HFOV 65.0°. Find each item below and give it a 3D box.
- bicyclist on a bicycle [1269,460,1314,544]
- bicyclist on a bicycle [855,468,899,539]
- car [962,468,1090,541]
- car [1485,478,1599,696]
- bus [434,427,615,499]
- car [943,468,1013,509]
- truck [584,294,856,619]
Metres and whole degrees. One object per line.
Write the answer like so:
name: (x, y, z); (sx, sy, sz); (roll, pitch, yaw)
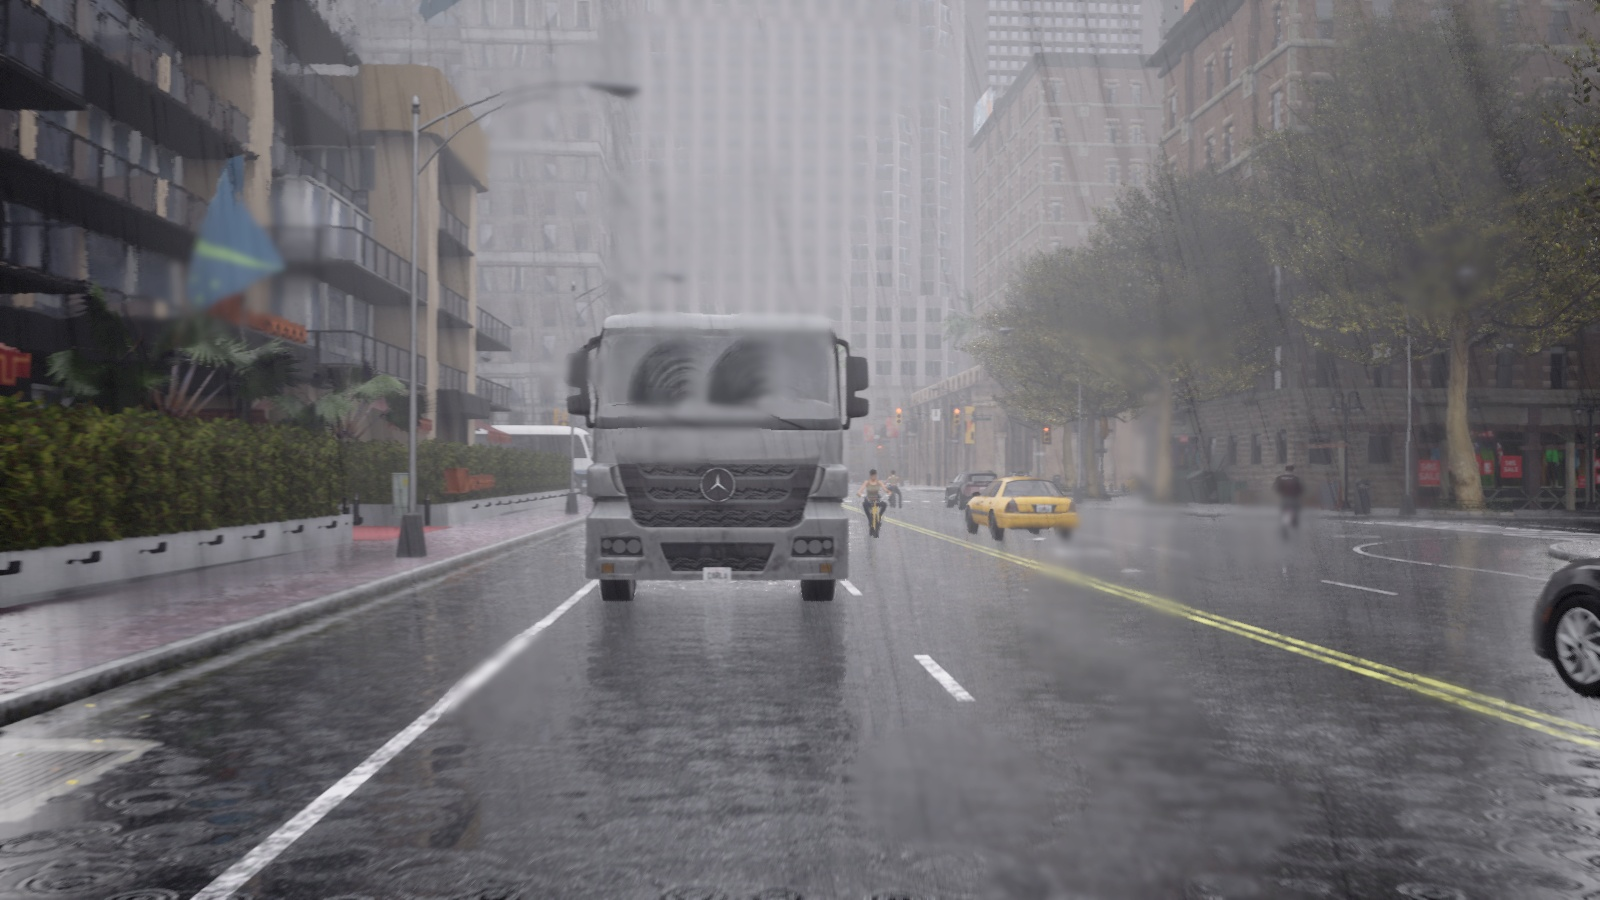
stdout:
bicyclist on a bicycle: (10.814, 1.110, 27.612); (0.659, 1.776, 1.843); (1, 0, 29)
bicyclist on a bicycle: (1.800, 1.240, 29.533); (0.866, 1.612, 1.509); (0, -1, -3)
car: (5.272, 1.239, 30.044); (1.801, 1.575, 5.366); (0, -1, -3)
car: (6.480, 0.923, 7.542); (1.837, 1.490, 4.892); (0, -1, -3)
bus: (-16.669, 0.781, 76.667); (10.273, 4.253, 3.944); (0, -1, -3)
car: (7.523, 1.613, 53.414); (2.033, 1.649, 4.856); (0, -1, -3)
truck: (-1.061, 0.128, 17.384); (2.891, 3.462, 7.936); (0, -1, -3)
